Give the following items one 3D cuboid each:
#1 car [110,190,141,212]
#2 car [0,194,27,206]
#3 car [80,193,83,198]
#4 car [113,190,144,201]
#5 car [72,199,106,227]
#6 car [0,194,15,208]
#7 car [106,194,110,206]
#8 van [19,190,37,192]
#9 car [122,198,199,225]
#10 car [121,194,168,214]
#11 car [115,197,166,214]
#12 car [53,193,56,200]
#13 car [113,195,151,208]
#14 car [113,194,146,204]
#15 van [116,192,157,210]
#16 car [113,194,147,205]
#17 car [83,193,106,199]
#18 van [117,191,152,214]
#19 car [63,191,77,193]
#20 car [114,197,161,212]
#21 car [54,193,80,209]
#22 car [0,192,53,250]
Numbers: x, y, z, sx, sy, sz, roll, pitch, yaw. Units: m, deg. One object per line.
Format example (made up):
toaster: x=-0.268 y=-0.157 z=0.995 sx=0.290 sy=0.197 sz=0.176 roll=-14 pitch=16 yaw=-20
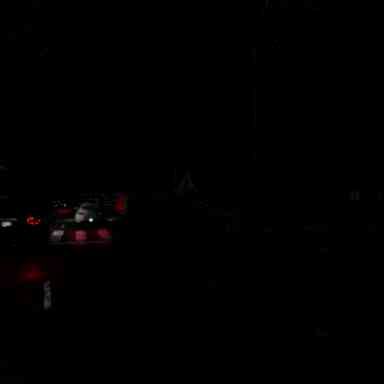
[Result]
car: x=-4.278 y=1.059 z=30.100 sx=5.566 sy=2.045 sz=2.435 roll=0 pitch=1 yaw=-16
car: x=-26.063 y=1.103 z=48.598 sx=2.163 sy=1.488 sz=4.792 roll=0 pitch=1 yaw=-11
car: x=-31.066 y=0.844 z=87.111 sx=2.185 sy=1.767 sz=4.553 roll=0 pitch=-1 yaw=-3
car: x=-11.730 y=0.648 z=61.980 sx=5.566 sy=2.045 sz=2.435 roll=0 pitch=0 yaw=-9
car: x=-6.738 y=1.412 z=22.077 sx=1.812 sy=1.442 sz=4.674 roll=0 pitch=0 yaw=-17
car: x=-24.914 y=1.145 z=43.227 sx=2.097 sy=1.535 sz=5.008 roll=0 pitch=1 yaw=-12
car: x=-7.357 y=1.196 z=40.447 sx=5.366 sy=1.575 sz=1.946 roll=0 pitch=1 yaw=-14
van: x=-27.087 y=0.775 z=53.958 sx=1.878 sy=1.987 sz=4.442 roll=0 pitch=1 yaw=-10
car: x=-1.947 y=1.372 z=22.181 sx=4.892 sy=1.521 sz=2.231 roll=0 pitch=0 yaw=-17
car: x=-2.698 y=1.227 z=24.830 sx=4.553 sy=1.767 sz=2.185 roll=0 pitch=0 yaw=-17
car: x=-5.101 y=1.315 z=32.703 sx=4.792 sy=1.488 sz=2.163 roll=0 pitch=1 yaw=-16
car: x=-28.847 y=0.941 z=65.029 sx=2.002 sy=1.452 sz=4.674 roll=0 pitch=0 yaw=-8
car: x=-7.834 y=1.206 z=43.141 sx=4.674 sy=1.452 sz=2.002 roll=0 pitch=1 yaw=-13
car: x=-9.659 y=1.054 z=51.126 sx=4.892 sy=1.521 sz=2.231 roll=0 pitch=1 yaw=-11
van: x=-6.376 y=1.004 z=37.875 sx=4.442 sy=1.987 sz=1.878 roll=0 pitch=1 yaw=-15
car: x=-9.046 y=1.122 z=48.464 sx=4.792 sy=1.488 sz=2.163 roll=0 pitch=1 yaw=-12
car: x=-12.800 y=1.169 z=43.876 sx=1.837 sy=1.490 sz=4.892 roll=0 pitch=-1 yaw=-13
van: x=-3.627 y=1.106 z=27.429 sx=4.442 sy=1.987 sz=1.878 roll=0 pitch=0 yaw=-17
car: x=-30.691 y=0.668 z=81.515 sx=2.435 sy=2.045 sz=5.566 roll=0 pitch=-1 yaw=-4
car: x=-5.784 y=1.299 z=35.228 sx=4.674 sy=1.452 sz=2.002 roll=0 pitch=1 yaw=-15
car: x=-15.249 y=1.210 z=40.828 sx=1.837 sy=1.490 sz=4.892 roll=0 pitch=1 yaw=-13
car: x=-7.128 y=1.155 z=13.682 sx=2.150 sy=2.045 sz=5.566 roll=0 pitch=0 yaw=-20
